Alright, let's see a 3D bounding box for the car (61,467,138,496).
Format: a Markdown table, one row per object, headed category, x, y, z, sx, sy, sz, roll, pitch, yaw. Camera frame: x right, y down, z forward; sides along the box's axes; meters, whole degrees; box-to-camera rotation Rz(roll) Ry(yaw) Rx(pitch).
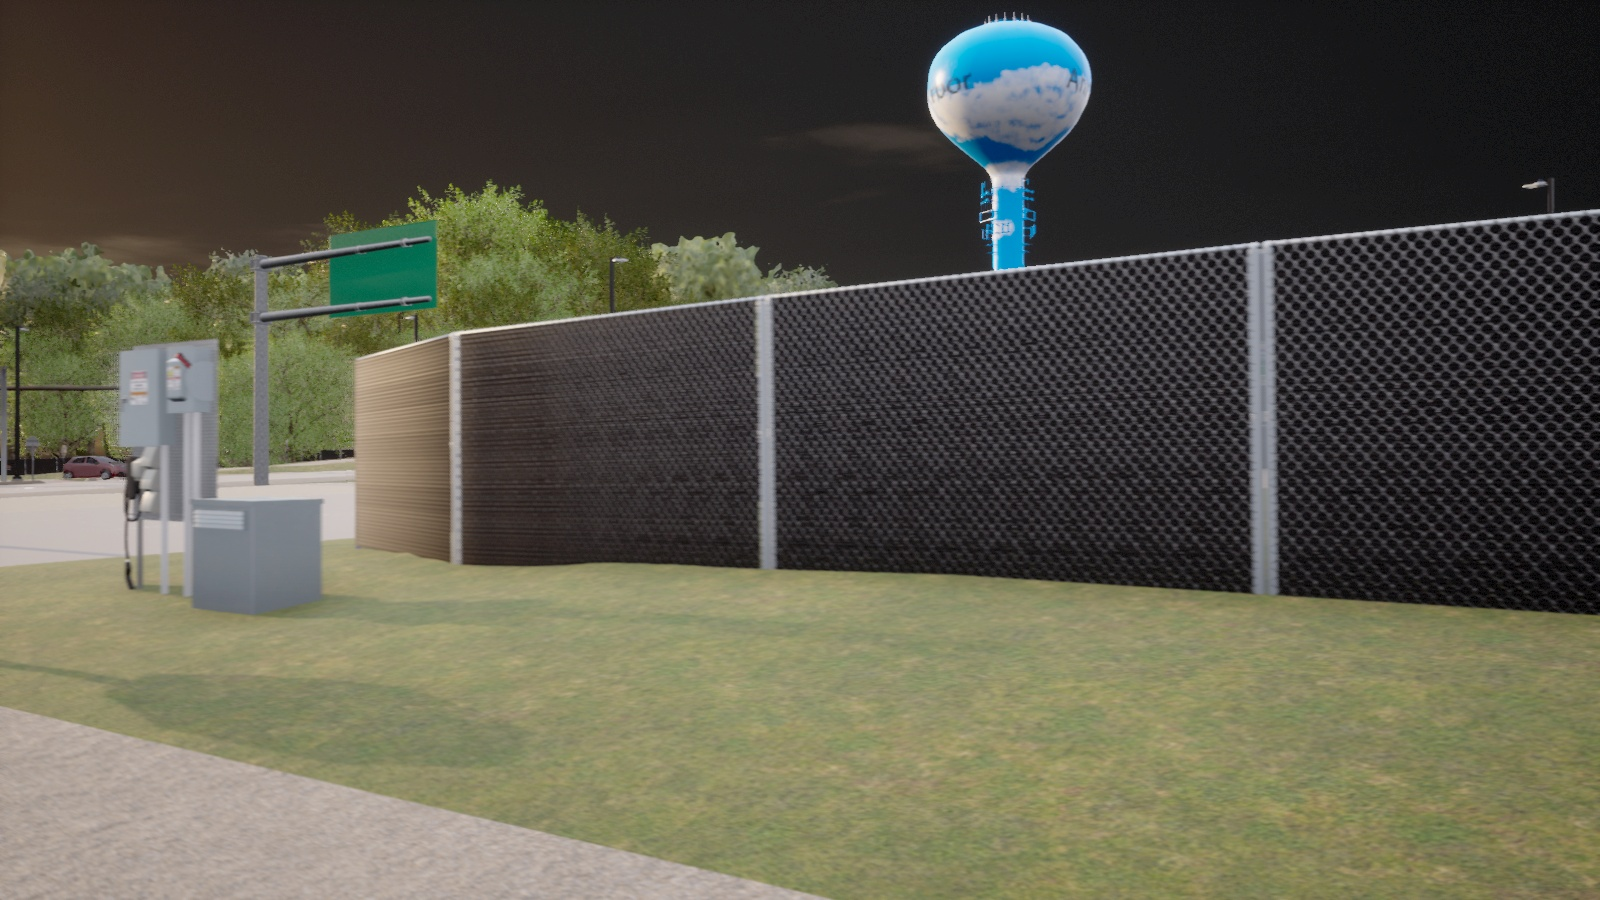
| category | x | y | z | sx | sy | sz | roll | pitch | yaw |
| --- | --- | --- | --- | --- | --- | --- | --- | --- | --- |
| car | -42.120 | 1.881 | 75.509 | 3.633 | 1.501 | 1.845 | -3 | -1 | 9 |
